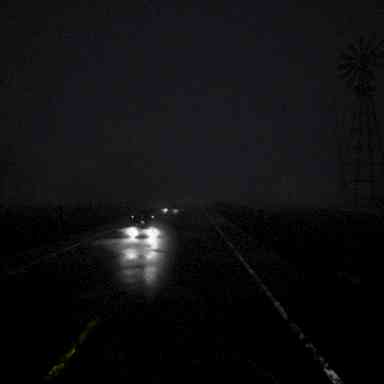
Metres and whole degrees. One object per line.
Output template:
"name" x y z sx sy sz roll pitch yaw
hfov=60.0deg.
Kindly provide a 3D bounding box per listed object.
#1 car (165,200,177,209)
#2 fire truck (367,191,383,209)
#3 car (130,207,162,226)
"car" -3.499 2.054 56.316 1.882 1.535 5.008 0 -1 0
"fire truck" 43.811 1.775 74.190 8.468 3.827 2.891 1 0 0
"car" -3.519 1.871 26.024 1.895 1.301 4.718 0 -1 1
